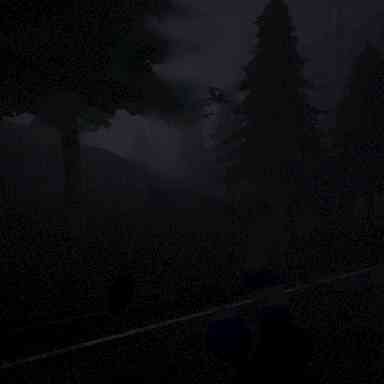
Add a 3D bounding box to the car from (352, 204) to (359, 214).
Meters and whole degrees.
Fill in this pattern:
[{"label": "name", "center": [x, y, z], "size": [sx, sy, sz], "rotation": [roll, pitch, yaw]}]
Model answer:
[{"label": "car", "center": [13.411, 1.520, 32.040], "size": [1.837, 1.490, 4.892], "rotation": [0, 0, -35]}]
